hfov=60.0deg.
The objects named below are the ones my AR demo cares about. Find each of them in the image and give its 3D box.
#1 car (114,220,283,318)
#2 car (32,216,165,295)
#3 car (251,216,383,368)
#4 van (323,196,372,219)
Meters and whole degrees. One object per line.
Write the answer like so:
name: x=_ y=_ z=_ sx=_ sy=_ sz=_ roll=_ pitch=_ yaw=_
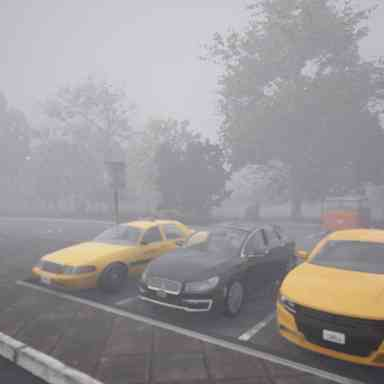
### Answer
car: x=0.896 y=1.465 z=7.635 sx=2.231 sy=1.521 sz=4.892 roll=0 pitch=0 yaw=35
car: x=-1.470 y=1.467 z=9.087 sx=1.946 sy=1.575 sz=5.366 roll=0 pitch=0 yaw=35
car: x=3.154 y=1.465 z=6.027 sx=2.097 sy=1.535 sz=5.008 roll=0 pitch=0 yaw=35
van: x=8.636 y=1.237 z=18.318 sx=1.878 sy=1.987 sz=4.442 roll=0 pitch=0 yaw=35
